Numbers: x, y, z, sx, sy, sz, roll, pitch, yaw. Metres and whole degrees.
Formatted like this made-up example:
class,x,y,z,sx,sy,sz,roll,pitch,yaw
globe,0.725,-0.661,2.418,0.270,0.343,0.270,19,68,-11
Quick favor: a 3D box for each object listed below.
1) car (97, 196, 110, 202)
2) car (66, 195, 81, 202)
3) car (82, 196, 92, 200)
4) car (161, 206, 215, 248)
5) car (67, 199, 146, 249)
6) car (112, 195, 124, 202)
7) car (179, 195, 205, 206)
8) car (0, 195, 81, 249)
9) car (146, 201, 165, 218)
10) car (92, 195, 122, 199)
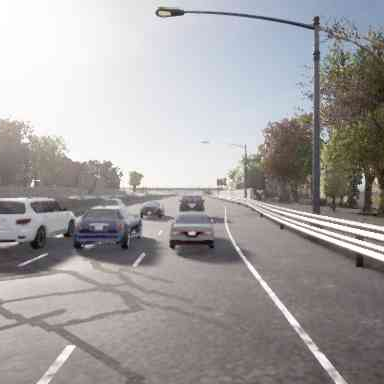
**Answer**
class,x,y,z,sx,sy,sz,roll,pitch,yaw
car,-21.000,1.583,78.869,1.812,1.442,4.674,0,0,0
car,-28.000,1.536,78.868,1.882,1.535,5.008,0,0,0
car,-24.500,1.583,78.868,1.812,1.442,4.674,0,0,0
car,0.000,1.563,14.651,2.033,1.411,5.357,0,0,0
car,-3.500,1.366,14.621,2.097,1.767,4.553,0,0,0
car,-17.500,1.536,78.868,1.882,1.535,5.008,0,0,0
car,0.000,1.267,29.682,2.150,2.045,5.566,0,0,0
car,-7.000,1.257,14.681,2.150,2.045,5.566,0,0,0
car,-3.500,1.542,29.651,1.812,1.442,4.674,0,0,0
car,-7.000,1.375,29.621,2.097,1.767,4.553,0,0,0
